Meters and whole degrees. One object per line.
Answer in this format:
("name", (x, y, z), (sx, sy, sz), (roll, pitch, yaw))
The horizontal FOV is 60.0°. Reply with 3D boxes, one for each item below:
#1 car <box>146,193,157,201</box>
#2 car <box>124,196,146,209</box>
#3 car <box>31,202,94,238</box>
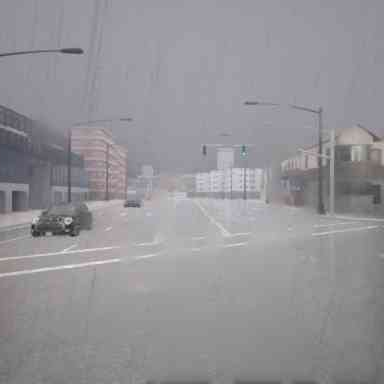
("car", (-8.240, 0.896, 67.423), (2.097, 1.767, 4.553), (0, 0, -2))
("car", (-7.555, 1.433, 43.030), (1.994, 1.385, 4.181), (0, 1, -2))
("car", (-6.851, 1.392, 18.029), (2.097, 1.767, 4.553), (0, 0, -2))
